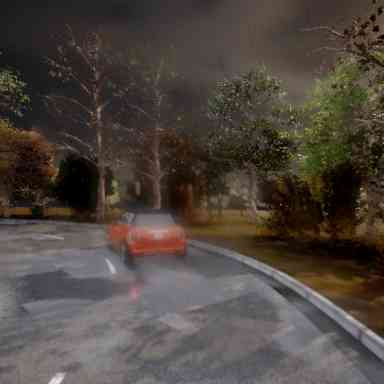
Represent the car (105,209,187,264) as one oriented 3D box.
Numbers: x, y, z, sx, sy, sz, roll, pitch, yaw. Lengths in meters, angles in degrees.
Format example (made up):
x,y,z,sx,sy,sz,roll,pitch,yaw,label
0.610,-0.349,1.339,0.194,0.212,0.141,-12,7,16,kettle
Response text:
x,y,z,sx,sy,sz,roll,pitch,yaw,label
-1.878,1.405,12.499,2.097,1.767,4.553,1,0,-23,car
